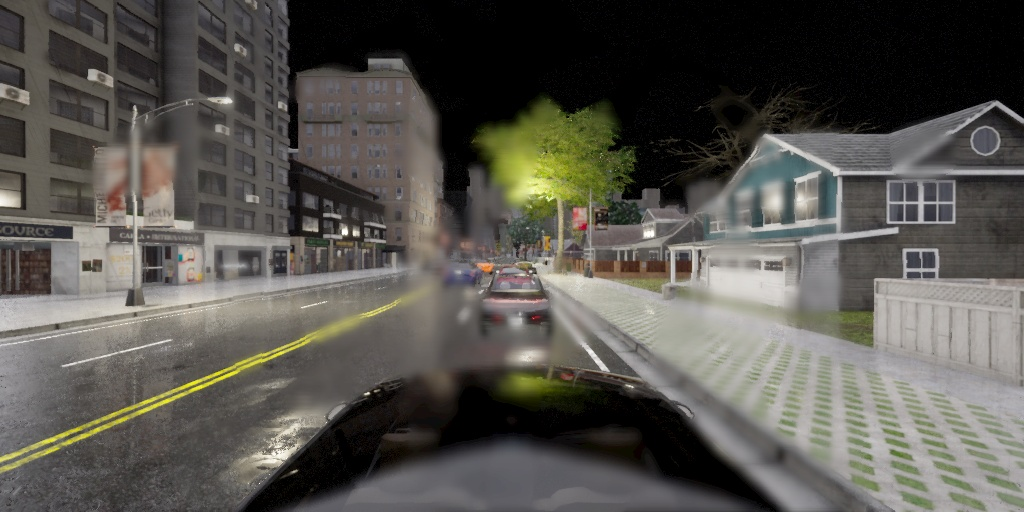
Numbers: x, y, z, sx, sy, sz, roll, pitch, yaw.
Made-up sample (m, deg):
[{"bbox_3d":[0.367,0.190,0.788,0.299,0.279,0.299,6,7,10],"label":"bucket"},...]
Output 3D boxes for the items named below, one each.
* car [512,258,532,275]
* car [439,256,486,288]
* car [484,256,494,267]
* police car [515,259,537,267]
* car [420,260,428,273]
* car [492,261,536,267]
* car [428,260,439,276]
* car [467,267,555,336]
[{"bbox_3d":[1.027,1.077,39.464,2.097,1.767,4.553,0,0,0],"label":"car"},{"bbox_3d":[-3.119,1.094,23.522,2.097,1.767,4.553,0,0,0],"label":"car"},{"bbox_3d":[-3.096,1.078,39.872,2.097,1.767,4.553,0,0,0],"label":"car"},{"bbox_3d":[1.014,1.162,29.604,1.930,1.638,5.238,0,0,0],"label":"police car"},{"bbox_3d":[-9.792,1.227,43.654,1.837,1.490,4.892,0,0,0],"label":"car"},{"bbox_3d":[0.126,1.223,19.875,1.882,1.535,5.008,0,0,0],"label":"car"},{"bbox_3d":[-6.553,1.081,35.847,2.097,1.767,4.553,0,0,0],"label":"car"},{"bbox_3d":[0.115,1.241,10.371,2.128,1.511,4.902,0,0,0],"label":"car"}]
